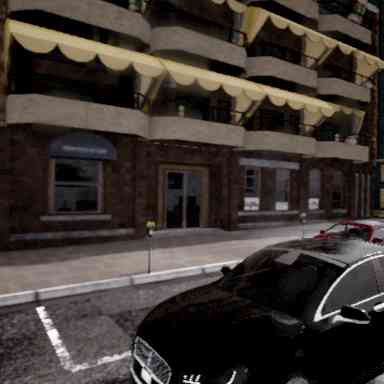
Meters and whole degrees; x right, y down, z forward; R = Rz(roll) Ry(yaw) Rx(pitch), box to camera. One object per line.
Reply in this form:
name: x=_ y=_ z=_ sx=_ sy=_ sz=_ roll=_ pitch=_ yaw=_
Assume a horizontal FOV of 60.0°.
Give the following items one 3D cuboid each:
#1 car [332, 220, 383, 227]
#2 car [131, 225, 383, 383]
car: x=4.688 y=1.486 z=9.395 sx=4.206 sy=1.307 sz=1.802 roll=0 pitch=2 yaw=-32
car: x=1.626 y=1.454 z=4.394 sx=4.892 sy=1.490 sz=1.837 roll=0 pitch=1 yaw=-32
